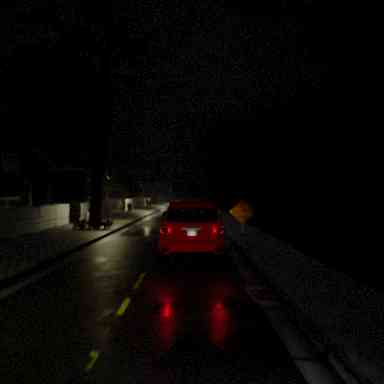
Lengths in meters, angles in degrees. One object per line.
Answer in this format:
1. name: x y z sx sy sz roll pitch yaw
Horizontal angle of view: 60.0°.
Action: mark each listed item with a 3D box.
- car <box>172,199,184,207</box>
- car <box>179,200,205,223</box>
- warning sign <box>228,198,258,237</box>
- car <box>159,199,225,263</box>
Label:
1. car: -2.765 2.148 65.020 2.033 1.411 5.357 0 -1 0
2. car: 0.018 1.606 28.452 2.097 1.767 4.553 0 -1 0
3. warning sign: 2.521 1.263 16.629 1.300 1.860 1.060 0 0 0
4. car: 0.008 1.337 12.611 2.150 2.045 5.566 0 0 0
